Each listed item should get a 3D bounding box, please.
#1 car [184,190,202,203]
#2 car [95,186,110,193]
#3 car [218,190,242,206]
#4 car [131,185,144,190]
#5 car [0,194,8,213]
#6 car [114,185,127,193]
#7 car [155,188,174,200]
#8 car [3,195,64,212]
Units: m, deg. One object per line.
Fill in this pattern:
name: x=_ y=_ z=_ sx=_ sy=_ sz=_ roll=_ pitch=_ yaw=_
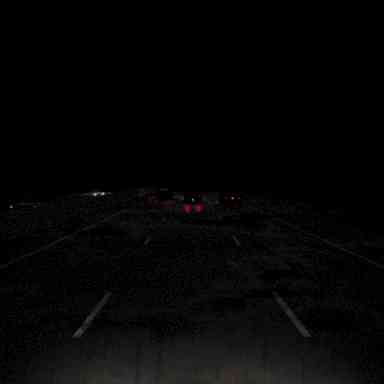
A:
car: x=0.104 y=0.428 z=36.384 sx=1.895 sy=1.301 sz=4.718 roll=0 pitch=2 yaw=0
car: x=-17.490 y=-0.547 z=65.180 sx=1.895 sy=1.301 sz=4.718 roll=0 pitch=0 yaw=0
car: x=3.602 y=0.532 z=32.082 sx=2.033 sy=1.411 sz=5.357 roll=0 pitch=2 yaw=0
car: x=-10.497 y=-0.637 z=64.450 sx=1.837 sy=1.490 sz=4.892 roll=0 pitch=1 yaw=0
car: x=-14.095 y=0.844 z=24.004 sx=1.994 sy=1.385 sz=4.181 roll=0 pitch=2 yaw=0
car: x=-13.993 y=-0.663 z=65.213 sx=1.837 sy=1.490 sz=4.892 roll=0 pitch=0 yaw=0
car: x=-3.393 y=0.162 z=41.595 sx=1.812 sy=1.442 sz=4.674 roll=0 pitch=2 yaw=0
car: x=-10.596 y=0.919 z=22.977 sx=1.895 sy=1.301 sz=4.718 roll=0 pitch=2 yaw=0
